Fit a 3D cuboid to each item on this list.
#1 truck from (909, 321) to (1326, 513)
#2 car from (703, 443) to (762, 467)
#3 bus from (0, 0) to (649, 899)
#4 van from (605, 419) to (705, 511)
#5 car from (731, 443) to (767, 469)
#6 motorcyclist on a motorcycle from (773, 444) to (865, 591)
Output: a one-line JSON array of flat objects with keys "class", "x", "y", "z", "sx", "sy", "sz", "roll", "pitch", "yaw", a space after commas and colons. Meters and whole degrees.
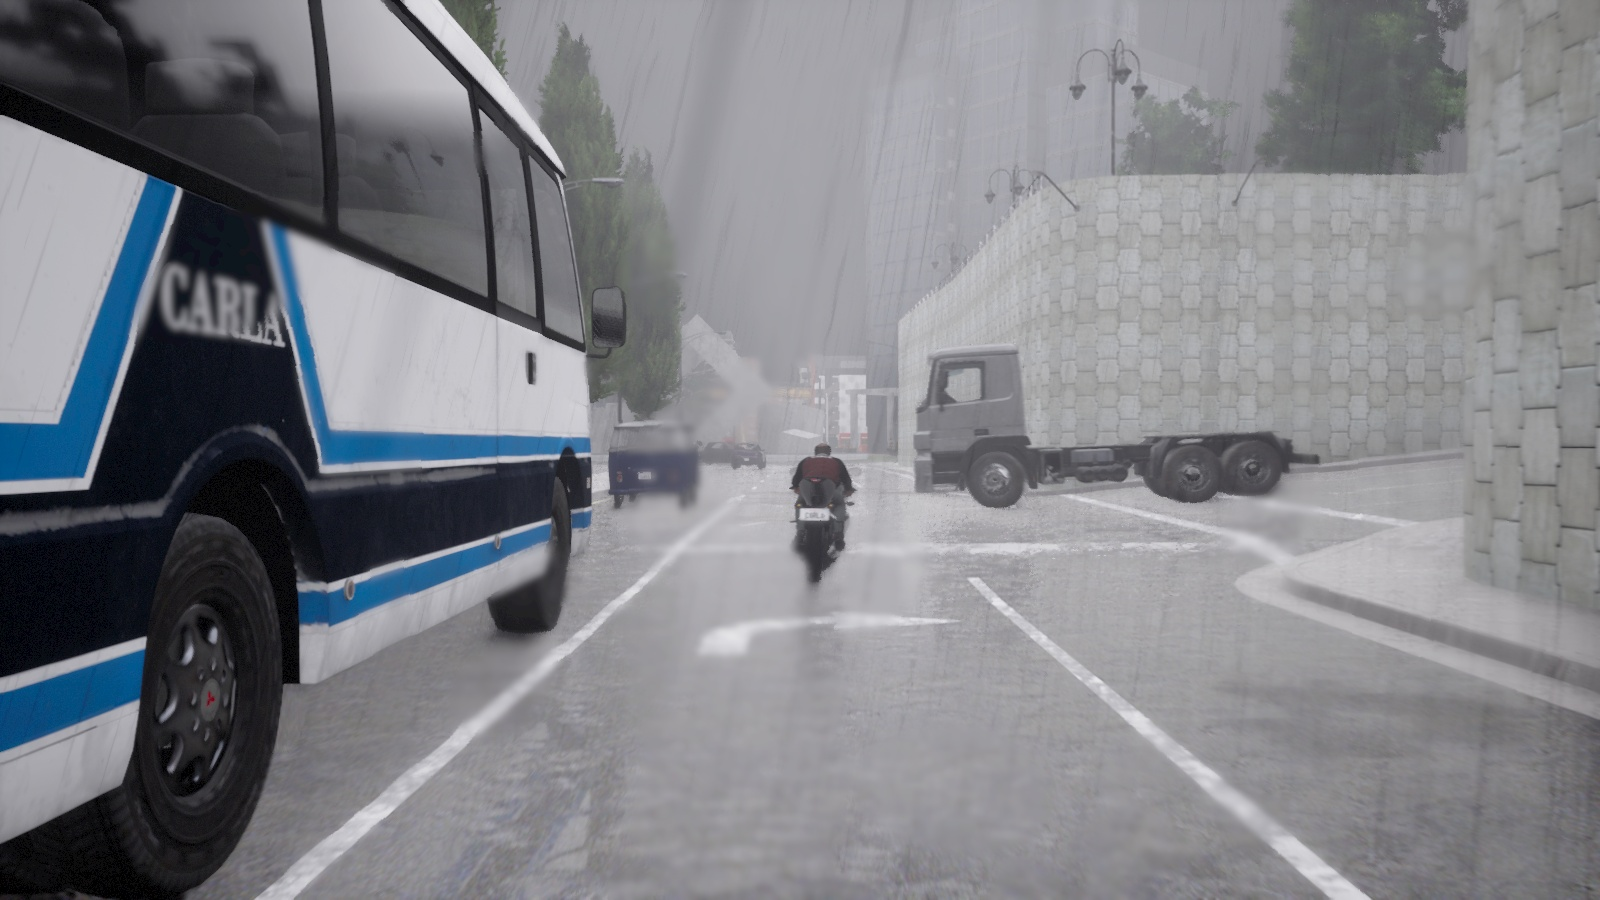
[{"class": "truck", "x": 6.358, "y": -0.632, "z": 26.211, "sx": 7.936, "sy": 3.462, "sz": 2.891, "roll": -2, "pitch": 0, "yaw": 7}, {"class": "car", "x": -4.353, "y": 0.302, "z": 80.787, "sx": 3.633, "sy": 1.501, "sz": 1.845, "roll": 0, "pitch": 0, "yaw": -7}, {"class": "bus", "x": -3.445, "y": -0.671, "z": 6.838, "sx": 3.944, "sy": 4.253, "sz": 10.273, "roll": 0, "pitch": 0, "yaw": 0}, {"class": "van", "x": -3.320, "y": 0.308, "z": 29.489, "sx": 1.775, "sy": 1.987, "sz": 4.442, "roll": -1, "pitch": 0, "yaw": 0}, {"class": "car", "x": -2.966, "y": 0.344, "z": 73.419, "sx": 1.816, "sy": 1.474, "sz": 4.193, "roll": 0, "pitch": 0, "yaw": 2}, {"class": "motorcyclist on a motorcycle", "x": 0.254, "y": 0.701, "z": 14.317, "sx": 0.866, "sy": 1.530, "sz": 2.191, "roll": 1, "pitch": 0, "yaw": 5}]
